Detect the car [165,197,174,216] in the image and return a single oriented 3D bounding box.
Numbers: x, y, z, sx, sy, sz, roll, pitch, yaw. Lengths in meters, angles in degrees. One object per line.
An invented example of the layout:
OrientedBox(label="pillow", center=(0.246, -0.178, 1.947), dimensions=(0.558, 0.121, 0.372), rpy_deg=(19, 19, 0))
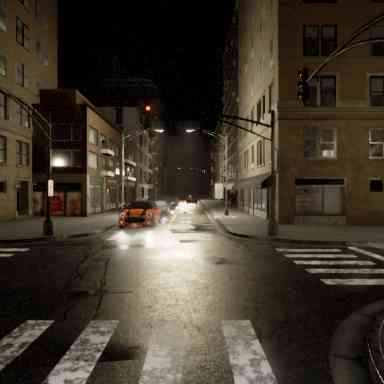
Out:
OrientedBox(label="car", center=(-3.159, 1.531, 32.365), dimensions=(2.033, 1.411, 5.357), rpy_deg=(0, 0, 0))

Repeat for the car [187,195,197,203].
OrientedBox(label="car", center=(-0.035, 1.443, 69.672), dimensions=(2.128, 1.511, 4.902), rpy_deg=(0, 0, 0))

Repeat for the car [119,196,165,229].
OrientedBox(label="car", center=(-3.224, 1.344, 21.437), dimensions=(2.097, 1.767, 4.553), rpy_deg=(0, 0, 2))

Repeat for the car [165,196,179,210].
OrientedBox(label="car", center=(-3.171, 1.327, 42.273), dimensions=(2.097, 1.767, 4.553), rpy_deg=(0, 0, 0))

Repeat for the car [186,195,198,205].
OrientedBox(label="car", center=(-0.013, 1.453, 59.308), dimensions=(2.128, 1.511, 4.902), rpy_deg=(0, 0, 0))

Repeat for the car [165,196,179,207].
OrientedBox(label="car", center=(-3.158, 1.444, 52.629), dimensions=(1.882, 1.535, 5.008), rpy_deg=(0, 0, 0))
